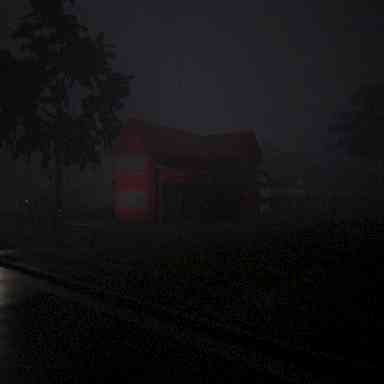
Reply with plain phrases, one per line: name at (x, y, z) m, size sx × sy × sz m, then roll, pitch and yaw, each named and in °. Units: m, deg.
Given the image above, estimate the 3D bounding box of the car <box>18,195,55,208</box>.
car at (-21.422, 1.243, 45.946) m, size 2.097 × 1.767 × 4.553 m, roll 0°, pitch 0°, yaw 37°

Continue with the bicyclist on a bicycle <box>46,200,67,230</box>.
bicyclist on a bicycle at (-7.489, 1.270, 18.434) m, size 0.582 × 1.620 × 1.656 m, roll 0°, pitch 0°, yaw 17°
